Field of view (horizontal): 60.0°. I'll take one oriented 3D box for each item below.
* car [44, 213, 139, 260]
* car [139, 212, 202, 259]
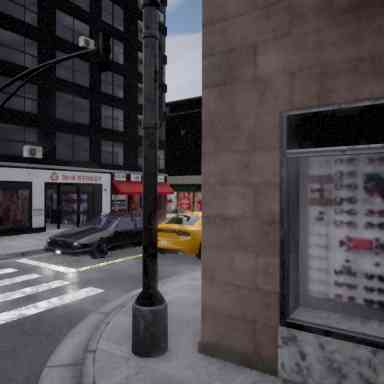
[{"bbox_3d":[-2.870,1.560,12.988,2.033,1.411,5.357,0,0,33],"label":"car"},{"bbox_3d":[0.465,1.501,12.864,1.882,1.535,5.008,0,0,33],"label":"car"}]
